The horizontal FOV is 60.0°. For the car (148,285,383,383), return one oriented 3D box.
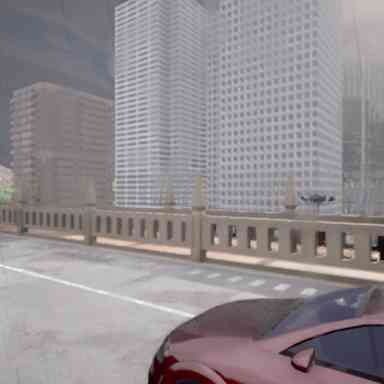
[{"bbox_3d":[1.615,1.561,2.813,4.181,1.385,1.994,0,0,36],"label":"car"}]
